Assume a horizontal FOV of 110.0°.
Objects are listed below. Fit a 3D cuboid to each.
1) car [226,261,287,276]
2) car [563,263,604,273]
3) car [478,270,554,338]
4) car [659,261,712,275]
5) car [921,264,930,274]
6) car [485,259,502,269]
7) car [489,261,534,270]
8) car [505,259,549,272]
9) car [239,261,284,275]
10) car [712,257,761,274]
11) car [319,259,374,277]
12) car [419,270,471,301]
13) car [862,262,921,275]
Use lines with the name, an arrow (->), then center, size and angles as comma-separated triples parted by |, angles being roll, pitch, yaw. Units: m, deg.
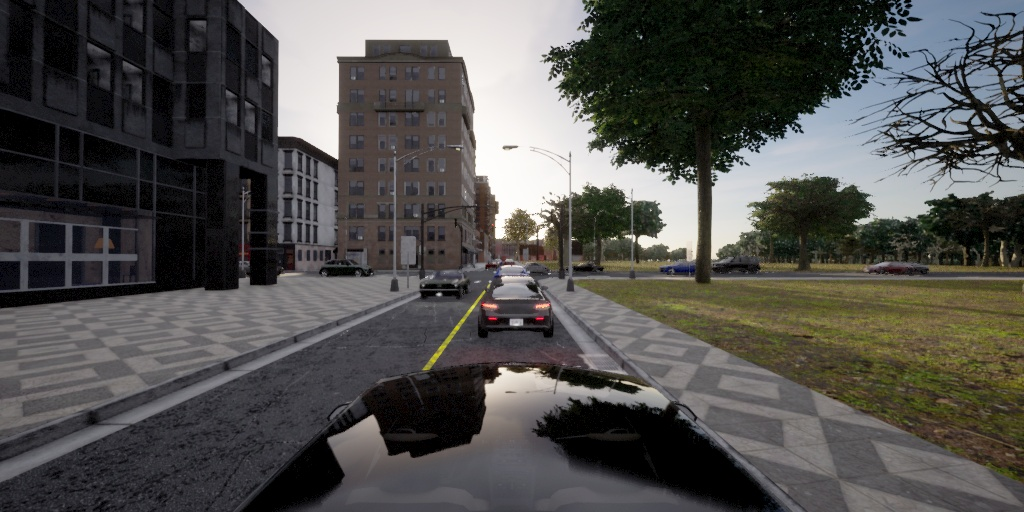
car -> -25.882, 1.265, 36.469 | 4.892, 1.490, 1.837 | 0, -1, 0
car -> 8.567, 1.447, 43.336 | 4.718, 1.301, 1.895 | 0, -1, 0
car -> 0.076, 1.279, 10.122 | 1.812, 1.442, 4.674 | 0, 0, -1
car -> 19.088, 1.299, 40.139 | 5.008, 1.535, 1.882 | 0, -1, 0
car -> 47.650, 1.434, 43.430 | 4.674, 1.442, 1.812 | 0, -1, 0
car -> -3.084, 1.426, 56.196 | 1.895, 1.301, 4.718 | 0, 0, 1
car -> -0.014, 1.240, 19.512 | 1.882, 1.535, 5.008 | 0, 0, 0
car -> 1.825, 1.346, 37.888 | 4.181, 1.385, 1.994 | 0, 0, -32
car -> -24.383, 1.215, 33.226 | 4.902, 1.511, 2.128 | 0, -1, 0
car -> 26.988, 1.087, 43.431 | 5.566, 2.045, 2.150 | 0, -1, 0
car -> -15.246, 1.072, 33.272 | 4.553, 1.767, 2.097 | 0, -1, 0
car -> -3.164, 1.362, 17.710 | 1.895, 1.301, 4.718 | 0, 0, 0
car -> 42.163, 1.381, 40.206 | 4.674, 1.442, 1.812 | 0, -1, 0
